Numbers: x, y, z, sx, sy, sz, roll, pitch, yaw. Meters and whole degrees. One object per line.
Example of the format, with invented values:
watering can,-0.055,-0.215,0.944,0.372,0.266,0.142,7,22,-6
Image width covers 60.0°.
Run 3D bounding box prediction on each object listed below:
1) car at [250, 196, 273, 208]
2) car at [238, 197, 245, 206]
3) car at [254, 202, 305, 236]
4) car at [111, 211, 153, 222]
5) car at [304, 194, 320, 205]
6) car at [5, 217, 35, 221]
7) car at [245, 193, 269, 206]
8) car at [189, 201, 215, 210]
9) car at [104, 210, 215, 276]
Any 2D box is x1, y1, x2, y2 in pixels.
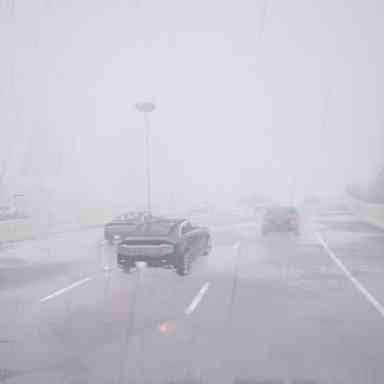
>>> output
car,8.408,1.529,37.856,1.895,1.301,4.718,-3,0,23
car,9.255,1.508,55.986,1.882,1.535,5.008,-3,-1,29
car,4.873,1.476,17.995,2.033,1.411,5.357,-3,0,18
car,-2.620,1.736,16.913,2.128,1.511,4.902,-3,0,16
car,18.236,1.104,50.606,1.837,1.490,4.892,-4,-2,29
car,-14.498,2.395,26.604,1.994,1.385,4.181,-3,0,18
car,10.463,1.160,51.073,2.150,2.045,5.566,-3,-1,28
car,1.161,1.773,38.727,1.812,1.442,4.674,-3,-1,23
car,-0.666,1.604,10.773,2.128,1.511,4.902,-3,0,15
